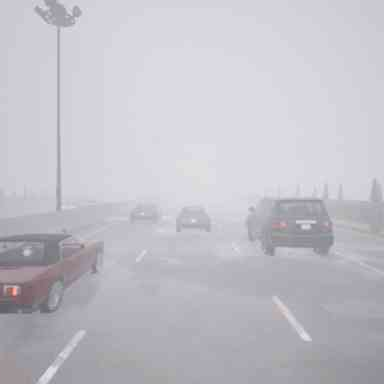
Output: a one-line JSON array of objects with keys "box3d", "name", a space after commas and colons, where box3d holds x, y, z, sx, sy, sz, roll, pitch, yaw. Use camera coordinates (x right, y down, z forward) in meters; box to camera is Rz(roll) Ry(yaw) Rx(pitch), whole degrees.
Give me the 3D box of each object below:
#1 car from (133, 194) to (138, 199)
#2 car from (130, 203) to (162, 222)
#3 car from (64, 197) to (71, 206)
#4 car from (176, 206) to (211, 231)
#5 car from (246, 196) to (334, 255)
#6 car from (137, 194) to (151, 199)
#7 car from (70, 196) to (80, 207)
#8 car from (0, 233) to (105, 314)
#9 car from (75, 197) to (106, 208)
[{"box3d": [-14.076, 1.215, 86.133, 1.895, 1.301, 4.718, 0, 0, 0], "name": "car"}, {"box3d": [-3.423, 1.485, 25.200, 1.994, 1.385, 4.181, 0, 0, 0], "name": "car"}, {"box3d": [-17.604, 1.371, 50.146, 1.812, 1.442, 4.674, 0, 0, 0], "name": "car"}, {"box3d": [0.082, 1.501, 19.889, 1.994, 1.385, 4.181, 0, 0, 0], "name": "car"}, {"box3d": [3.588, 1.179, 13.144, 2.150, 2.045, 5.566, 0, 0, 0], "name": "car"}, {"box3d": [-10.570, 1.298, 76.541, 2.033, 1.411, 5.357, 0, 0, 0], "name": "car"}, {"box3d": [-14.120, 1.409, 44.859, 2.033, 1.411, 5.357, 0, 0, 0], "name": "car"}, {"box3d": [-3.408, 1.578, 7.477, 1.895, 1.301, 4.718, 0, 0, 0], "name": "car"}, {"box3d": [-10.626, 1.490, 35.876, 1.895, 1.301, 4.718, 0, 0, 0], "name": "car"}]
